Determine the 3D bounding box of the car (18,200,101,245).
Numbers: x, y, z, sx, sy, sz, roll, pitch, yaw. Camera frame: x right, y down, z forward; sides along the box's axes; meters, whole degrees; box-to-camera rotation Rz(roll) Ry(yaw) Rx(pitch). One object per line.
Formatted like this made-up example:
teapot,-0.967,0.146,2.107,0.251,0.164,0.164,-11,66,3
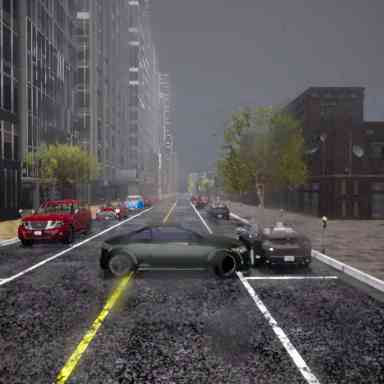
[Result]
car,-6.181,1.310,15.707,2.192,1.841,5.009,-1,0,-1

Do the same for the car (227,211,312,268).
car,2.556,1.548,11.116,2.008,1.369,4.403,-1,0,-1

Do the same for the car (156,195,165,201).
car,-7.806,1.497,82.663,1.752,1.417,4.829,-1,0,-1

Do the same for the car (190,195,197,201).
car,0.426,1.551,88.570,1.802,1.307,4.206,-1,0,-1

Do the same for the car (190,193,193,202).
car,0.850,1.291,71.972,2.192,1.841,5.009,-1,0,-1

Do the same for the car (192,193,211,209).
car,1.565,1.301,44.309,2.192,1.841,5.009,-1,0,-1

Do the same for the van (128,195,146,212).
van,-6.669,1.329,38.569,1.690,1.788,3.998,-1,0,-1

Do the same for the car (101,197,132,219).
car,-6.375,1.432,26.775,1.967,1.590,4.097,-1,0,-1

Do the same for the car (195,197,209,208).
car,1.421,1.509,50.011,1.752,1.417,4.829,-1,0,-1

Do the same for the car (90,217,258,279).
car,-0.462,1.557,9.516,4.181,1.385,1.994,0,0,-1

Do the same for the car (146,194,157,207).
car,-6.955,1.299,49.635,2.192,1.841,5.009,-1,0,-1

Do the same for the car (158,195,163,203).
car,-7.381,1.522,66.234,1.887,1.381,4.507,-1,0,-1

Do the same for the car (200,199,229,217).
car,2.028,1.543,26.976,2.008,1.369,4.403,-1,0,-1
